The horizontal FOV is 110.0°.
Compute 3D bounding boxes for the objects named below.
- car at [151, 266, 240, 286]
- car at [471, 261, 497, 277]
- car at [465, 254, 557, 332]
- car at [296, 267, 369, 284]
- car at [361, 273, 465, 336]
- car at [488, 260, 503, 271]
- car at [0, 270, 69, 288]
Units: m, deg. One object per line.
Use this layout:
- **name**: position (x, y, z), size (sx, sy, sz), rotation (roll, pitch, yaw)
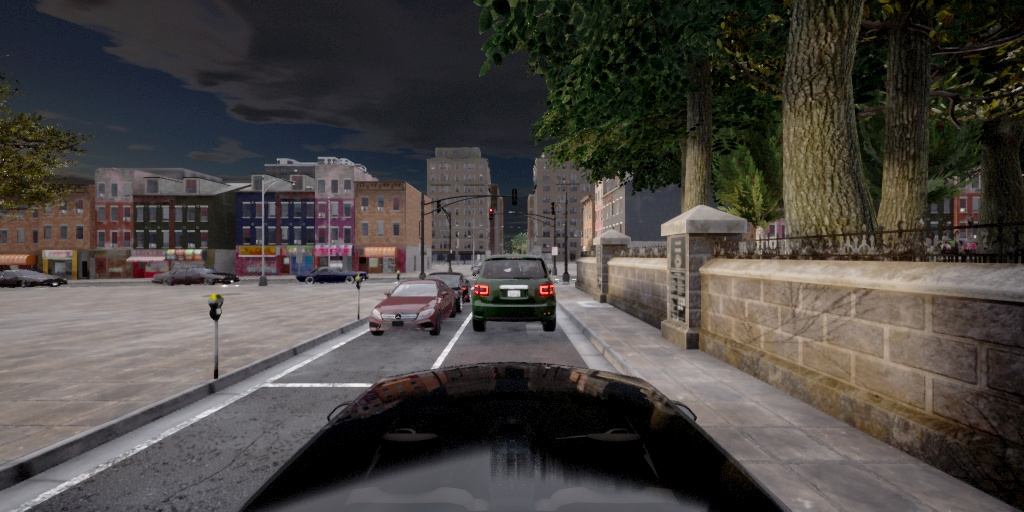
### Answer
- **car**: position (-23.691, 1.555, 26.909), size (5.357, 1.411, 2.033), rotation (-1, 0, 0)
- **car**: position (-2.713, 1.268, 35.893), size (1.812, 1.442, 4.674), rotation (0, 0, 6)
- **car**: position (0.076, 0.971, 11.058), size (2.150, 2.045, 5.566), rotation (0, 0, 1)
- **car**: position (-13.358, 1.478, 26.942), size (4.718, 1.301, 1.895), rotation (-1, 0, 0)
- **car**: position (-2.638, 1.331, 10.379), size (1.802, 1.307, 4.207), rotation (0, 0, 0)
- **car**: position (-2.291, 1.303, 50.293), size (1.994, 1.385, 4.181), rotation (0, 0, 0)
- **car**: position (-36.898, 1.765, 26.878), size (5.357, 1.411, 2.033), rotation (-1, 0, 0)
